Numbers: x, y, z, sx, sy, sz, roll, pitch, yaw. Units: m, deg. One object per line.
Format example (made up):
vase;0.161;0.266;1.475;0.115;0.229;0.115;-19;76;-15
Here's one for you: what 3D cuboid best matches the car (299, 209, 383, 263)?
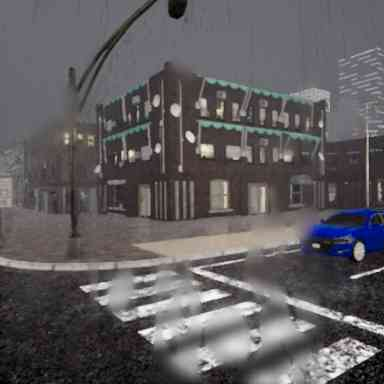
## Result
car;5.883;1.389;11.878;5.008;1.535;1.882;-1;0;-36
